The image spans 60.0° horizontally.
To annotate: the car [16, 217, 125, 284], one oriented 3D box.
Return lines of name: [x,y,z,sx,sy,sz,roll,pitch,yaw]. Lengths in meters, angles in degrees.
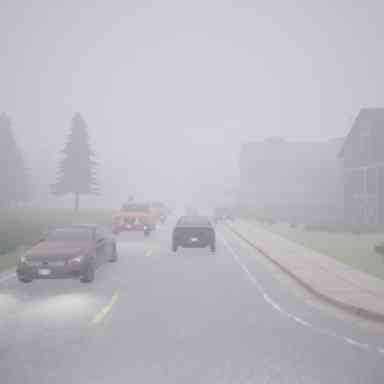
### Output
car: [-3.604,1.748,10.474,1.812,1.442,4.674,0,-1,0]

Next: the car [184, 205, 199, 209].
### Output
car: [-0.059,2.473,44.472,2.033,1.411,5.357,0,-1,0]

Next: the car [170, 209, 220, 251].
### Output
car: [0.083,1.840,16.037,1.882,1.535,5.008,0,-1,0]

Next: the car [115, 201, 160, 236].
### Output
car: [-3.621,1.669,21.804,2.150,2.045,5.566,0,-1,0]

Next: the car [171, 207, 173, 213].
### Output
car: [-3.604,2.518,45.415,1.895,1.301,4.718,0,-1,1]

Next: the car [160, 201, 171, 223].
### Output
car: [-3.623,1.882,32.538,2.150,2.045,5.566,0,-1,0]

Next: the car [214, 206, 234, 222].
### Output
car: [2.930,2.175,32.921,1.816,1.474,4.193,-5,-1,-2]
